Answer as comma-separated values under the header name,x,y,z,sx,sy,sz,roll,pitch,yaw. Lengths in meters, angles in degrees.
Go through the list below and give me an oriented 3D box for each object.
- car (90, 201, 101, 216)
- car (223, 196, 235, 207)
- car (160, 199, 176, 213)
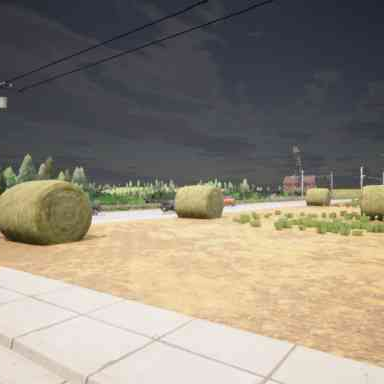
name,x,y,z,sx,sy,sz,roll,pitch,yaw
car,-10.519,1.471,29.967,1.837,1.490,4.892,0,0,38
car,4.344,1.318,48.716,2.097,1.767,4.553,0,0,39
car,-1.313,1.471,35.642,1.837,1.490,4.892,0,0,38
